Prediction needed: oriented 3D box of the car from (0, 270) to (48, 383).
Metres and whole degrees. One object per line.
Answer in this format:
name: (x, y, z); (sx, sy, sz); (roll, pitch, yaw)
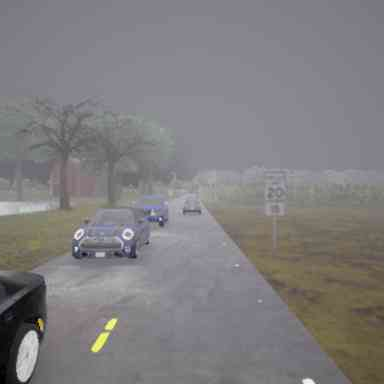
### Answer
car: (-2.803, 1.479, 2.426); (1.882, 1.535, 5.008); (0, 0, -2)

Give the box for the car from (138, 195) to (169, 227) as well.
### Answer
car: (-2.836, 1.228, 23.267); (2.150, 2.045, 5.566); (0, 0, 1)

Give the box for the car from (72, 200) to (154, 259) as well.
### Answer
car: (-2.844, 1.358, 12.589); (2.097, 1.767, 4.553); (0, 0, 0)

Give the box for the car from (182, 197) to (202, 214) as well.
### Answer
car: (0.010, 1.572, 35.048); (1.994, 1.385, 4.181); (0, 0, 0)
